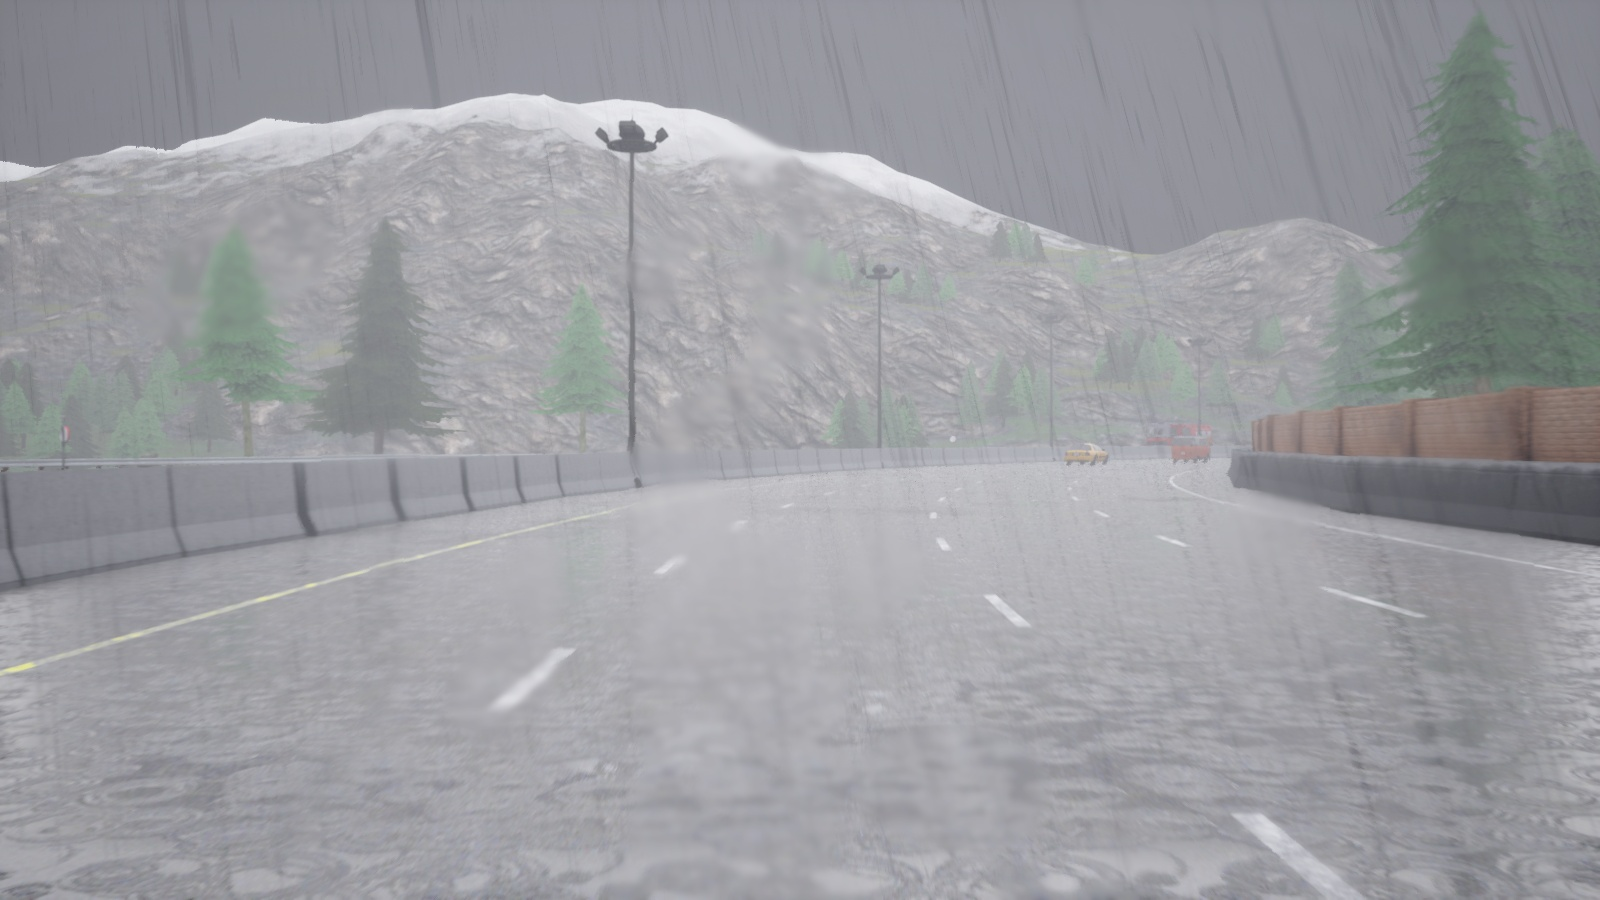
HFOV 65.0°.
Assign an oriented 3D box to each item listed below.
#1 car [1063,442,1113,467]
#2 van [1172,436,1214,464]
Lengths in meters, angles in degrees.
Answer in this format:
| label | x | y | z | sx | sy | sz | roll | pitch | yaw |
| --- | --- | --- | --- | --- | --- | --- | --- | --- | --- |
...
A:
| label | x | y | z | sx | sy | sz | roll | pitch | yaw |
| --- | --- | --- | --- | --- | --- | --- | --- | --- | --- |
| car | 18.866 | 0.240 | 82.140 | 1.801 | 1.575 | 5.366 | 0 | 0 | 29 |
| van | 28.630 | 0.009 | 91.427 | 1.775 | 1.987 | 4.442 | 0 | 0 | 34 |
